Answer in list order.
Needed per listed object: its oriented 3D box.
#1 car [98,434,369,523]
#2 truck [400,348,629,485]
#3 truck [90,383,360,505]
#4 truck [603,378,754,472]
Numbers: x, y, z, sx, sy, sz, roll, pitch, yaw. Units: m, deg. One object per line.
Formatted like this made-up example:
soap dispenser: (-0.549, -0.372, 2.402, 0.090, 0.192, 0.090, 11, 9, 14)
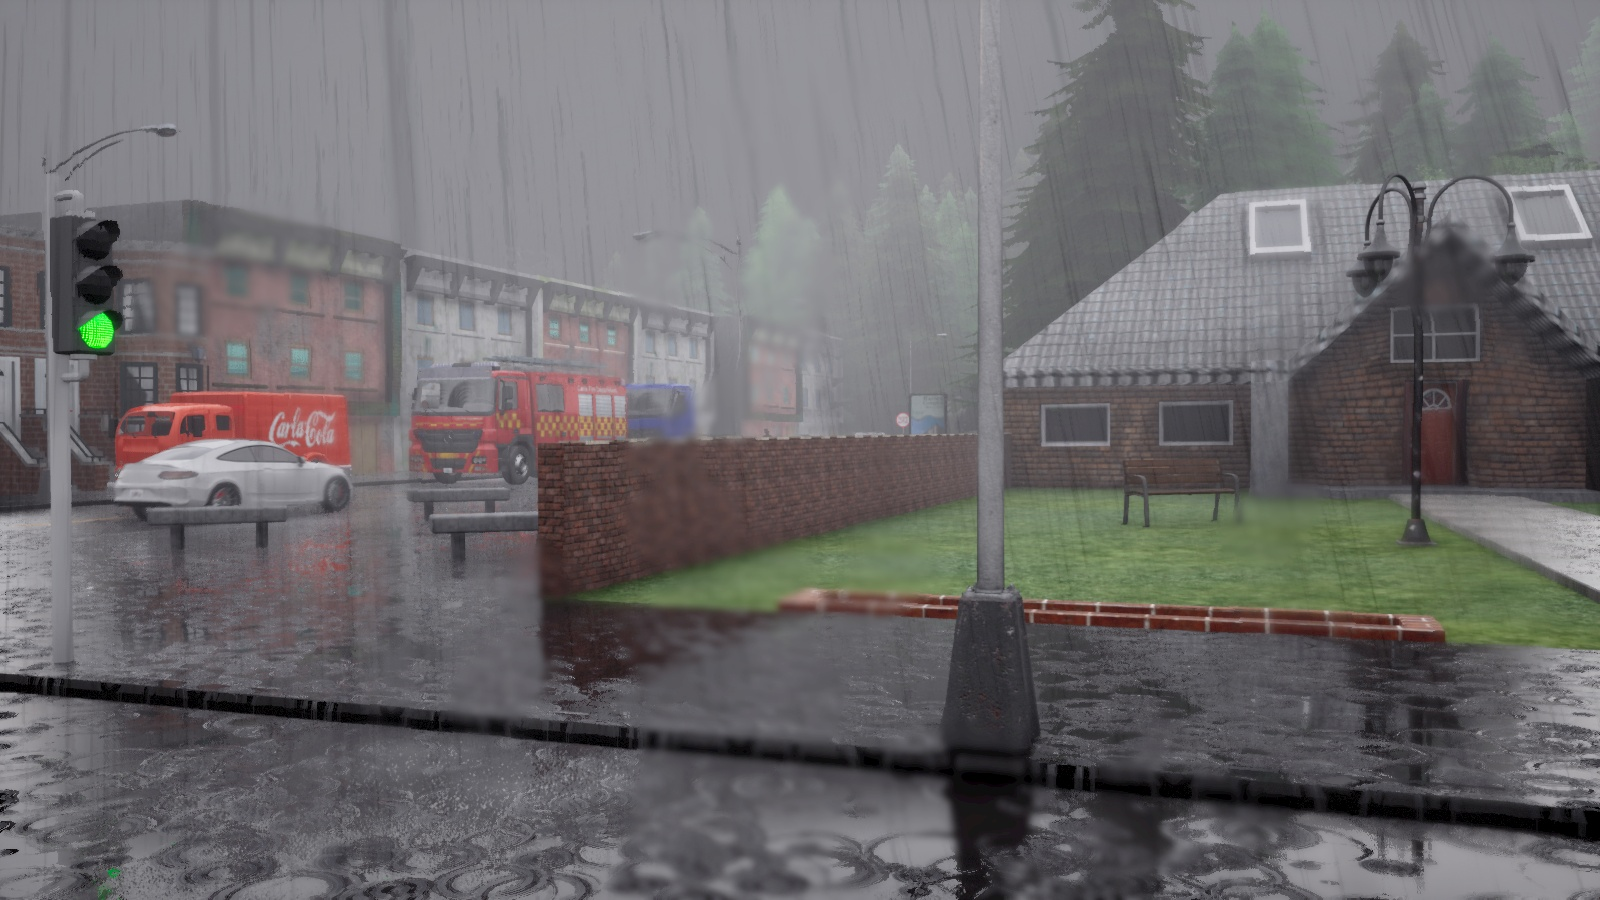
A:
car: (-10.296, 0.441, 23.284, 1.812, 1.442, 4.674, 1, 1, 20)
truck: (-8.667, -1.003, 39.476, 2.891, 3.827, 8.468, 1, 1, 20)
truck: (-12.732, -0.161, 28.262, 2.627, 2.467, 5.204, 1, 1, 20)
truck: (-4.694, -0.980, 50.418, 2.891, 3.462, 7.936, 1, 1, 20)
